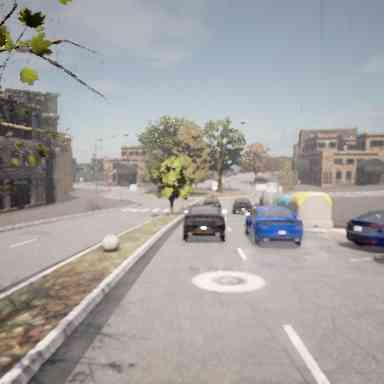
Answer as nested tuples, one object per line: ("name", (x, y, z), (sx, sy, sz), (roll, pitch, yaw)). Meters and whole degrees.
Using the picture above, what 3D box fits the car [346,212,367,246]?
("car", (8.390, 1.444, 13.044), (4.792, 1.488, 2.163), (1, 0, -17))

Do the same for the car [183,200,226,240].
("car", (0.629, 1.369, 16.417), (1.882, 1.535, 5.008), (0, 0, 3))

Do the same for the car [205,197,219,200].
("car", (2.012, 1.325, 33.445), (1.837, 1.490, 4.892), (0, 0, 6))

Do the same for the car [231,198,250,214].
("car", (5.010, 1.349, 33.281), (1.837, 1.490, 4.892), (0, 0, 6))

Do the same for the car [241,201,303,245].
("car", (3.565, 1.388, 15.144), (1.882, 1.535, 5.008), (0, 0, 3))

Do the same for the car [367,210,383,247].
("car", (8.234, 1.428, 10.082), (4.892, 1.521, 2.231), (1, 0, -17))
